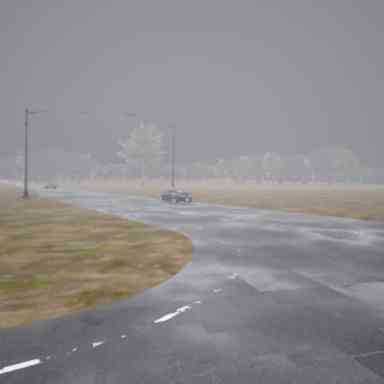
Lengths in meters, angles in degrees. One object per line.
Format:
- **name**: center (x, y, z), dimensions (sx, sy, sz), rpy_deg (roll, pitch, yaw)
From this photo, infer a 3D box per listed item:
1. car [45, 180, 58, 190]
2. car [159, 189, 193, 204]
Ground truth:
- **car**: center (-30.579, -1.528, 72.153), dimensions (2.150, 2.045, 5.566), rpy_deg (0, 2, -29)
- **car**: center (-1.761, 0.446, 35.065), dimensions (1.837, 1.490, 4.892), rpy_deg (0, 2, -33)
